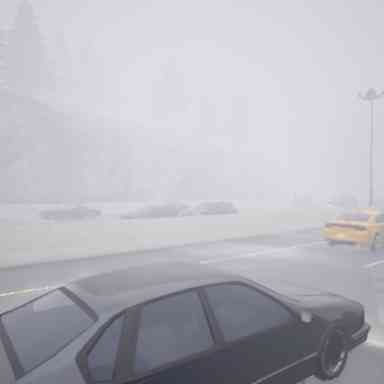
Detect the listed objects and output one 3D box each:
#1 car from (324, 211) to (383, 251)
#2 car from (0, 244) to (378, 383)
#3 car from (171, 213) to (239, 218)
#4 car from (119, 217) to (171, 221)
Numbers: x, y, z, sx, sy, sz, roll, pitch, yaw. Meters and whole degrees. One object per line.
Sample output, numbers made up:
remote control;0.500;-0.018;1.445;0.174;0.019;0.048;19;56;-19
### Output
car;7.615;1.538;14.365;5.008;1.535;1.882;0;0;-40
car;-0.142;1.561;3.736;5.357;1.411;2.033;0;0;-36
car;1.162;1.434;22.931;4.553;1.767;2.097;0;0;-41
car;-2.583;1.629;24.285;5.357;1.411;2.033;0;0;-40
